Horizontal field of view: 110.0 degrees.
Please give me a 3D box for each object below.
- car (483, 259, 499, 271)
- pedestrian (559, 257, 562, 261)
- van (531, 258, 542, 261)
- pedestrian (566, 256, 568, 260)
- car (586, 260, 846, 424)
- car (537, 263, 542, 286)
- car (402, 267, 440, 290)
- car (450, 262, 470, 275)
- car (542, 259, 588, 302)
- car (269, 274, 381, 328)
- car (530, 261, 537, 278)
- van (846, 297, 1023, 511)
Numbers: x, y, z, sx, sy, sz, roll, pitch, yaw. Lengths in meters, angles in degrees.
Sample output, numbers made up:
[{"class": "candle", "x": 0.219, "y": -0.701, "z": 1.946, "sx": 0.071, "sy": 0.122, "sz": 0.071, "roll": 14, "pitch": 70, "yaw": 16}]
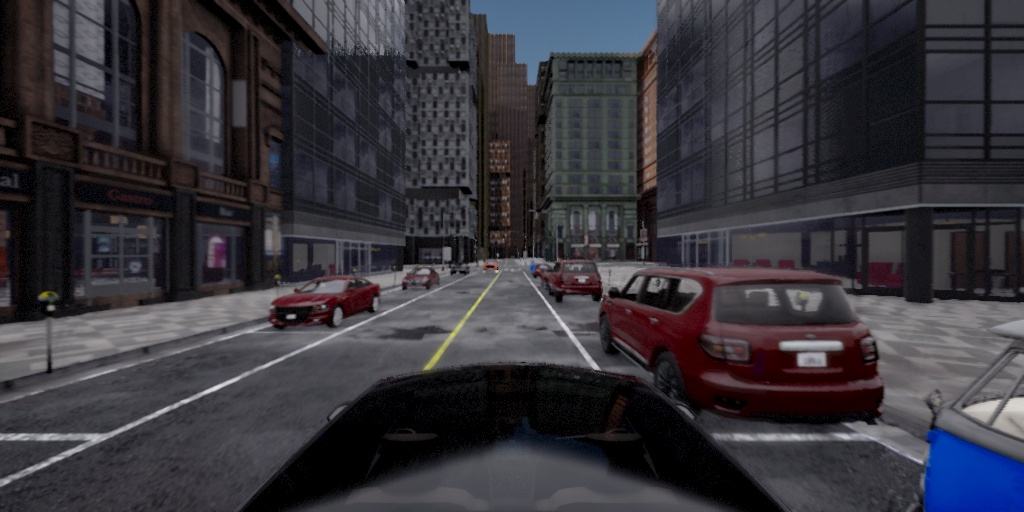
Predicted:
[{"class": "car", "x": -3.004, "y": 1.171, "z": 51.890, "sx": 2.097, "sy": 1.767, "sz": 4.553, "roll": 0, "pitch": 0, "yaw": 0}, {"class": "pedestrian", "x": 7.143, "y": 0.944, "z": 53.127, "sx": 0.375, "sy": 1.860, "sz": 0.375, "roll": 0, "pitch": 0, "yaw": 0}, {"class": "van", "x": 2.863, "y": 1.153, "z": 39.688, "sx": 1.690, "sy": 1.789, "sz": 3.998, "roll": 0, "pitch": 0, "yaw": 0}, {"class": "pedestrian", "x": 8.143, "y": 0.907, "z": 53.727, "sx": 0.375, "sy": 1.860, "sz": 0.375, "roll": 0, "pitch": 0, "yaw": 0}, {"class": "car", "x": 2.858, "y": 1.074, "z": 5.794, "sx": 2.192, "sy": 1.841, "sz": 5.009, "roll": 0, "pitch": 0, "yaw": 0}, {"class": "car", "x": 2.860, "y": 1.232, "z": 22.740, "sx": 1.967, "sy": 1.591, "sz": 4.097, "roll": 0, "pitch": 0, "yaw": 0}, {"class": "car", "x": -5.665, "y": 1.373, "z": 22.740, "sx": 1.802, "sy": 1.307, "sz": 4.207, "roll": 0, "pitch": 0, "yaw": 0}, {"class": "car", "x": -5.662, "y": 1.377, "z": 39.688, "sx": 1.948, "sy": 1.339, "sz": 4.313, "roll": 0, "pitch": 0, "yaw": 0}, {"class": "car", "x": 2.860, "y": 1.097, "z": 17.091, "sx": 2.192, "sy": 1.841, "sz": 5.009, "roll": 0, "pitch": 0, "yaw": 0}, {"class": "car", "x": -5.666, "y": 1.316, "z": 11.441, "sx": 1.888, "sy": 1.381, "sz": 4.507, "roll": 0, "pitch": 0, "yaw": 0}, {"class": "car", "x": 2.862, "y": 1.389, "z": 34.038, "sx": 1.802, "sy": 1.307, "sz": 4.207, "roll": 0, "pitch": 0, "yaw": 0}, {"class": "van", "x": 2.857, "y": 1.087, "z": 0.144, "sx": 1.690, "sy": 1.789, "sz": 3.998, "roll": 0, "pitch": 0, "yaw": 0}]
